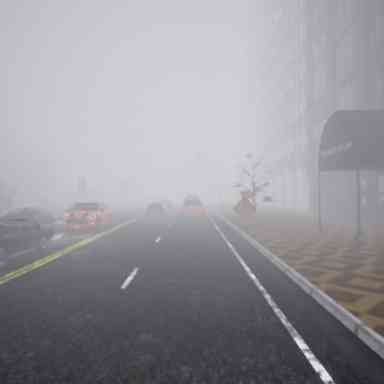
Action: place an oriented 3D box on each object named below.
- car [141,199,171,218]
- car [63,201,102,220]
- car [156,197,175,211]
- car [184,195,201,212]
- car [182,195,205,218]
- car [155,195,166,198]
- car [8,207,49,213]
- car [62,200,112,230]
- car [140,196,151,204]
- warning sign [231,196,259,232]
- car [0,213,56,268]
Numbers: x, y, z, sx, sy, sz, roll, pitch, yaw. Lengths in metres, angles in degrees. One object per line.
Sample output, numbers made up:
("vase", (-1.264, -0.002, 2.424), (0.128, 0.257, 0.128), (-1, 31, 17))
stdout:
("car", (-3.243, 1.624, 30.734), (1.812, 1.442, 4.674), (0, 0, 0))
("car", (-9.797, 1.601, 30.179), (1.837, 1.490, 4.892), (0, 0, 0))
("car", (-3.219, 1.713, 42.895), (2.033, 1.411, 5.357), (0, 0, 1))
("car", (0.070, 1.392, 43.284), (2.150, 2.045, 5.566), (0, 0, 0))
("car", (0.105, 1.454, 31.595), (2.097, 1.767, 4.553), (0, 0, 0))
("car", (-6.494, 1.577, 70.897), (2.150, 2.045, 5.566), (0, 0, 0))
("car", (-9.831, 1.616, 19.858), (1.994, 1.385, 4.181), (0, 0, 1))
("car", (-6.583, 1.410, 21.288), (2.097, 1.767, 4.553), (0, 0, 0))
("car", (-9.744, 1.708, 70.956), (2.097, 1.767, 4.553), (0, 0, 0))
("warning sign", (2.829, 1.160, 17.922), (1.300, 1.860, 1.060), (-1, -2, 0))
("car", (-6.596, 1.626, 11.511), (1.895, 1.301, 4.718), (0, 0, 0))
